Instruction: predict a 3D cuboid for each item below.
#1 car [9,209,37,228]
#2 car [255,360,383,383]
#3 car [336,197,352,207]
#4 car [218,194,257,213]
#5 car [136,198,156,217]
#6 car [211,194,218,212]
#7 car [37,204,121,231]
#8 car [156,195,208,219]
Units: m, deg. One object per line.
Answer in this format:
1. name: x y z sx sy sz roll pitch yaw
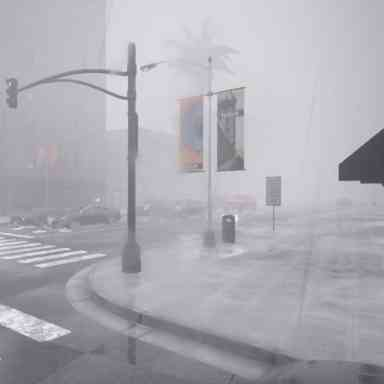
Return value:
1. car: -9.461 1.562 22.898 2.033 1.411 5.357 0 0 35
2. car: 2.147 1.551 1.315 4.403 1.369 2.008 0 0 36
3. car: 24.722 1.621 54.066 2.128 1.511 4.902 0 0 35
4. car: 5.633 1.280 38.625 2.150 2.045 5.566 0 0 35
5. car: -3.578 1.383 31.219 2.097 1.767 4.553 0 0 35
6. car: 2.676 1.275 40.072 2.150 2.045 5.566 0 0 36
7. car: -6.745 1.511 21.088 2.128 1.511 4.902 0 0 35
8. car: -0.715 1.388 29.640 2.097 1.767 4.553 0 0 35
